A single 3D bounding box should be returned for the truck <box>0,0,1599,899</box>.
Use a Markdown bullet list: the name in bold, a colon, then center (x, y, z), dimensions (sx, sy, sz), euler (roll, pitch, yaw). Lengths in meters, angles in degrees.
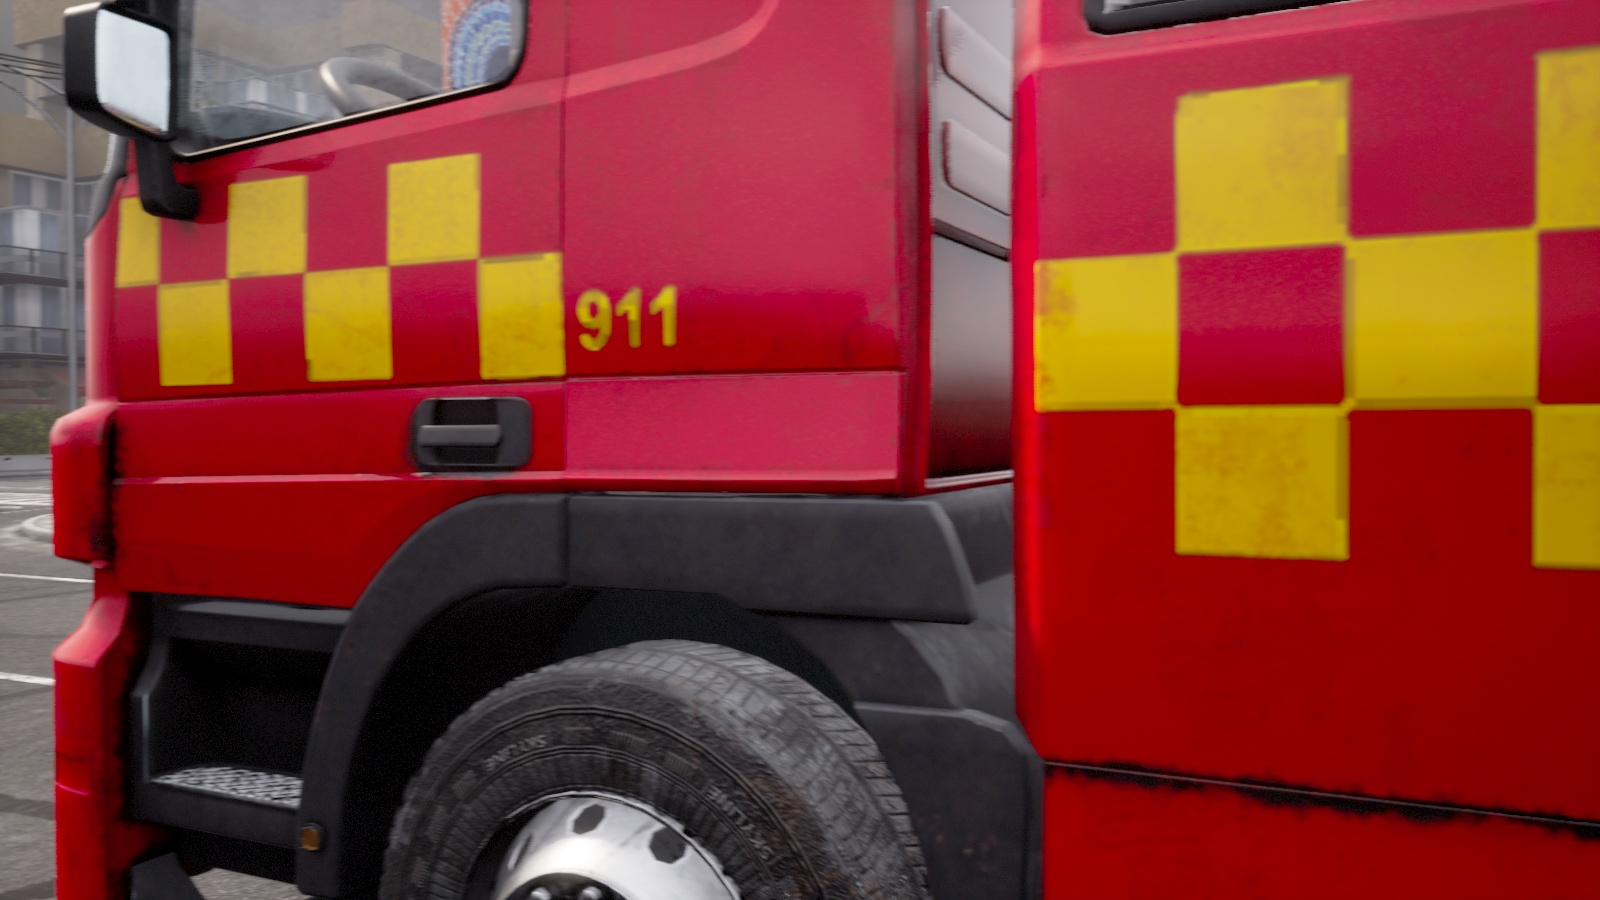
- **truck**: center (2.161, -0.379, 2.533), dimensions (8.468, 3.827, 2.891), euler (1, 1, 26)
